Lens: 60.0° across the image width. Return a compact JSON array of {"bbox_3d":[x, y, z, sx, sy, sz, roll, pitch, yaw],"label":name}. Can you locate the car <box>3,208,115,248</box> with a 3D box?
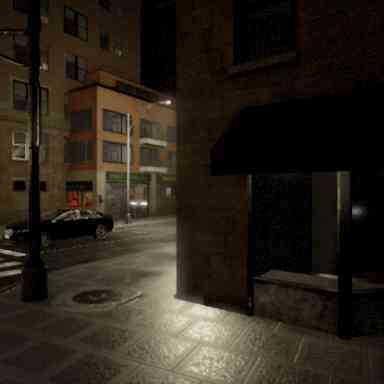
[{"bbox_3d":[-5.789,1.510,15.056,2.128,1.511,4.902,0,0,37],"label":"car"}]
